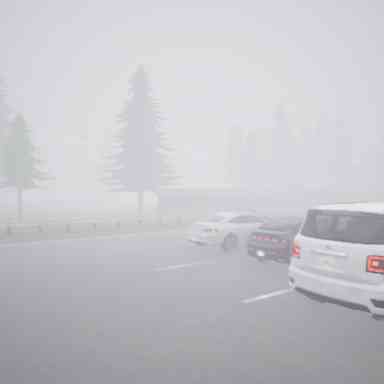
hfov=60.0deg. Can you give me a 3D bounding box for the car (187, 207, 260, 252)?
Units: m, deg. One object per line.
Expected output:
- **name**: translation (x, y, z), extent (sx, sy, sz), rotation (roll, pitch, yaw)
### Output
- **car**: translation (1.974, 1.519, 13.790), extent (4.674, 1.442, 1.812), rotation (0, 0, -35)

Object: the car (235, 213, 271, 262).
- **car**: translation (3.941, 1.499, 10.894), extent (4.892, 1.490, 1.837), rotation (0, 0, -35)

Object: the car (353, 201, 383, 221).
- **car**: translation (15.641, 1.505, 27.823), extent (4.674, 1.442, 1.812), rotation (0, 0, -35)

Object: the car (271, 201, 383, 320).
- **car**: translation (4.444, 1.219, 6.975), extent (5.566, 2.045, 2.150), rotation (0, 0, -34)

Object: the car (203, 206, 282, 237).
- **car**: translation (2.889, 1.554, 18.726), extent (4.181, 1.385, 1.994), rotation (0, 0, -35)
